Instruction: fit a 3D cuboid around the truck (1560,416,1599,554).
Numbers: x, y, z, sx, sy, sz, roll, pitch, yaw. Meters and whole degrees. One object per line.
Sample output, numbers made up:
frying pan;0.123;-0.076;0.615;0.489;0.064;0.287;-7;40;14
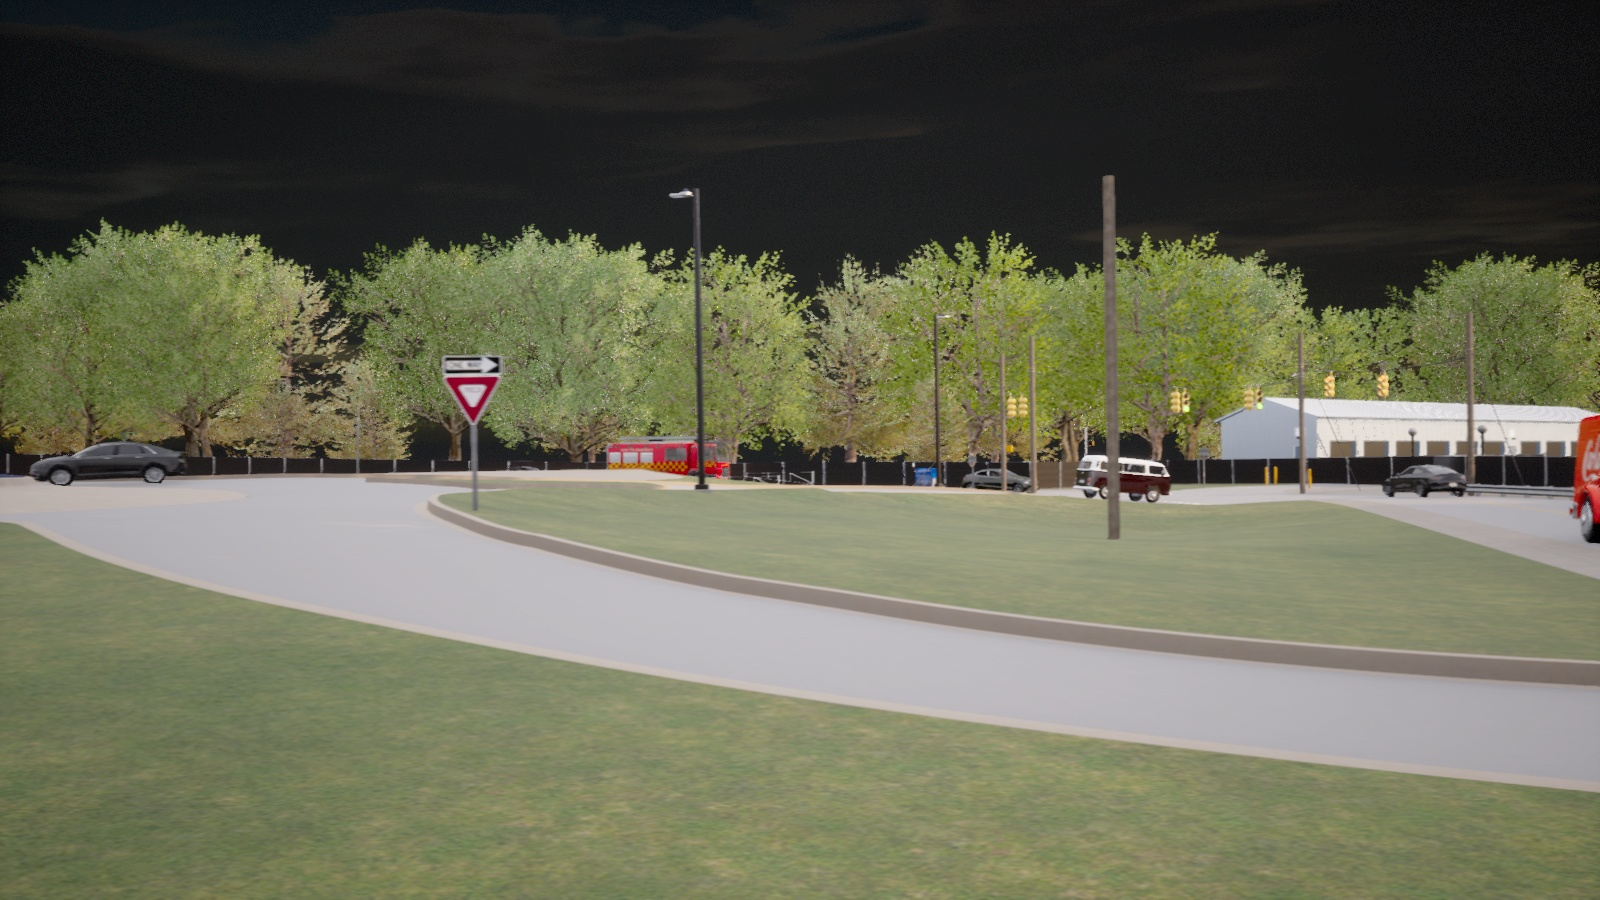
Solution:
truck;15.573;0.617;22.182;2.627;2.467;5.204;0;-1;19

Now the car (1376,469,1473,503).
car;27.860;1.596;56.191;1.812;1.442;4.674;-1;-2;-2

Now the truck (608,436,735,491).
truck;-9.122;0.894;89.493;8.468;3.827;2.891;0;1;12

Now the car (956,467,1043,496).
car;12.728;1.964;80.287;5.027;1.651;2.152;1;1;36

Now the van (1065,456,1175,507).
van;15.201;1.488;59.668;4.480;2.038;2.069;5;-1;-15

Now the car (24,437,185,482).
car;-24.531;0.305;44.511;4.892;1.490;1.837;-1;1;-26
